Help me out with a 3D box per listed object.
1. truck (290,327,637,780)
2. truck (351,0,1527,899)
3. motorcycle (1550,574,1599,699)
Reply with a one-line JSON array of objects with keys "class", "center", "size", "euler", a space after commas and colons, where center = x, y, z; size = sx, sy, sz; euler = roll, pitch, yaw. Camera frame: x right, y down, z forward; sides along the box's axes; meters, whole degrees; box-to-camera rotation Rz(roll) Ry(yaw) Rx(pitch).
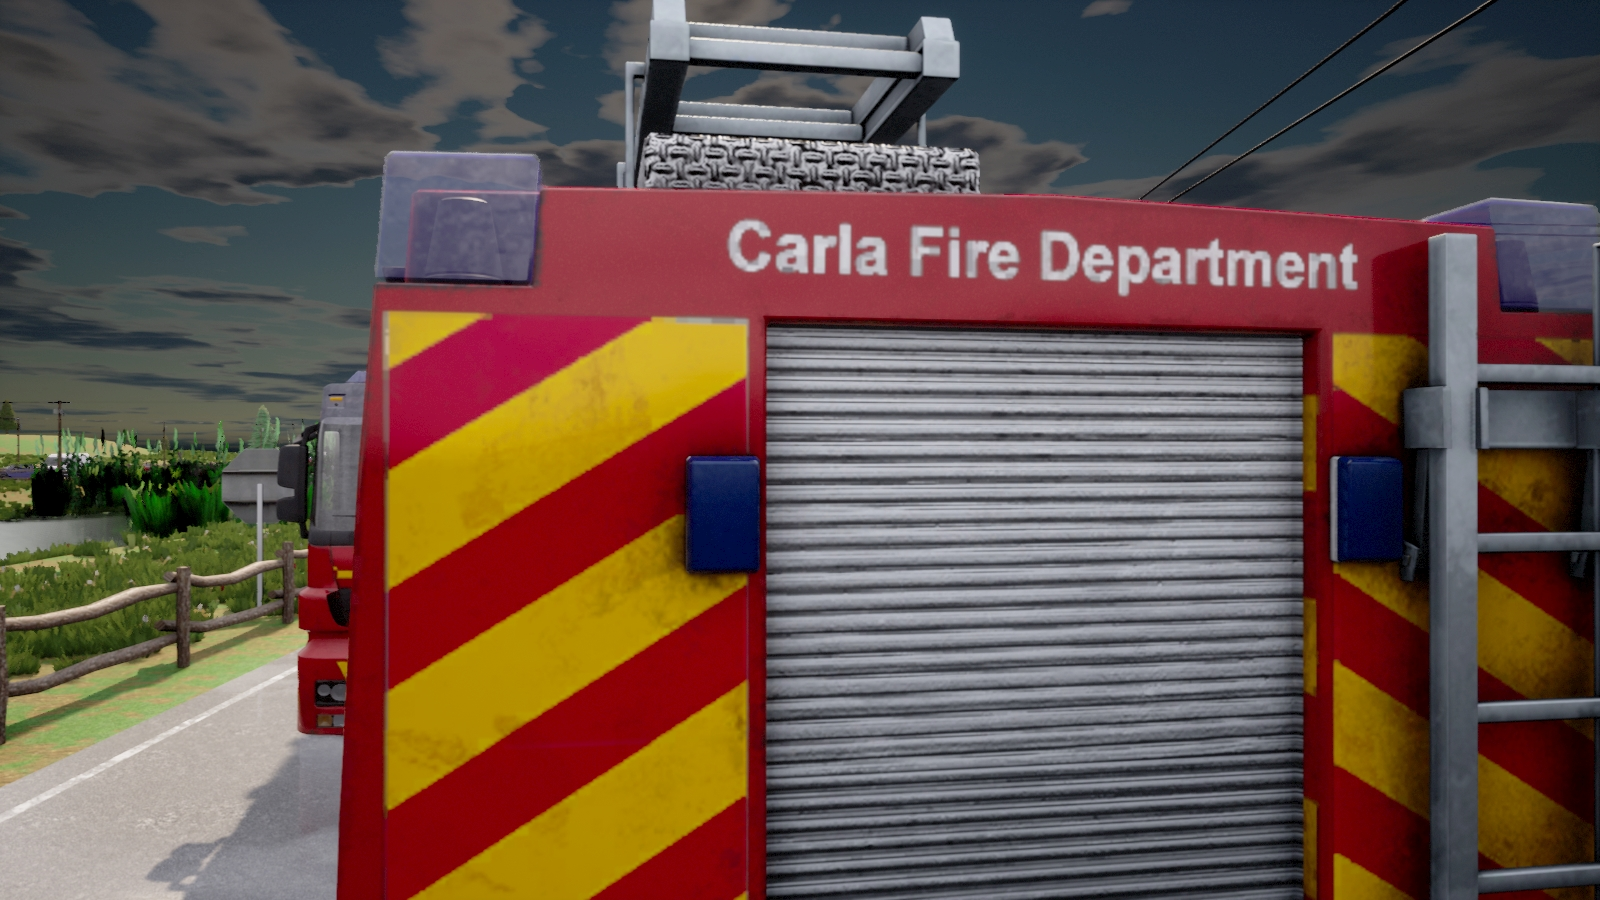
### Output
[{"class": "truck", "center": [-3.833, 0.862, 14.097], "size": [2.891, 3.827, 8.468], "euler": [0, 0, -13]}, {"class": "truck", "center": [-0.294, 0.864, 6.869], "size": [2.891, 3.827, 8.468], "euler": [0, 0, -10]}, {"class": "motorcycle", "center": [9.867, 2.143, 13.261], "size": [1.805, 1.316, 0.856], "euler": [0, 0, -7]}]
